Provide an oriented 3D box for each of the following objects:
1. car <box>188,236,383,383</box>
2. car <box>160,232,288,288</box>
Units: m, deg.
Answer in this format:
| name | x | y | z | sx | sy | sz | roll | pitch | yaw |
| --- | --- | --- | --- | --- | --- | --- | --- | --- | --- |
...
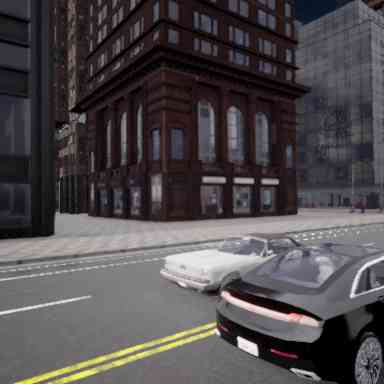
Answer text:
| name | x | y | z | sx | sy | sz | roll | pitch | yaw |
| --- | --- | --- | --- | --- | --- | --- | --- | --- | --- |
| car | 2.580 | 1.602 | 5.350 | 4.902 | 1.511 | 2.128 | 1 | -2 | -37 |
| car | 1.549 | 1.802 | 8.894 | 4.718 | 1.301 | 1.895 | 1 | -2 | -37 |
